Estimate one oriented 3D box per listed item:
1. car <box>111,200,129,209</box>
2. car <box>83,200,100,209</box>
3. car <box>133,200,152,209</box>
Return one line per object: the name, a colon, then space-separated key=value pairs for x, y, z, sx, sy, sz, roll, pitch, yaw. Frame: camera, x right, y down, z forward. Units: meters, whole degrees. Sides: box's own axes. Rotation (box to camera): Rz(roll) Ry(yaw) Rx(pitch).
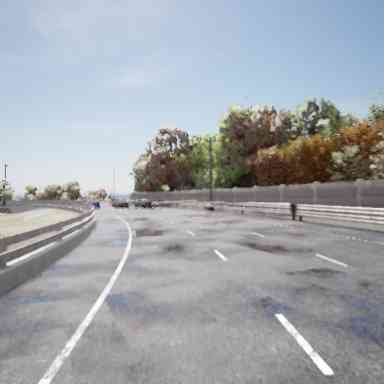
car: x=-12.313 y=2.116 z=56.638 sx=1.837 sy=1.490 sz=4.892 roll=0 pitch=-1 yaw=-31
car: x=-17.862 y=2.162 z=58.893 sx=1.882 sy=1.535 sz=5.008 roll=0 pitch=-1 yaw=-33
car: x=-8.501 y=2.082 z=57.057 sx=1.837 sy=1.490 sz=4.892 roll=0 pitch=-1 yaw=-30
